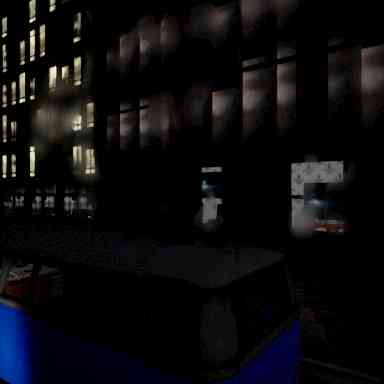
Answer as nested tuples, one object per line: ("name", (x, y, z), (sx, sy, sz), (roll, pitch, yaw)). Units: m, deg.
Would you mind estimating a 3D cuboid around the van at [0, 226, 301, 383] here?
("van", (-0.909, 1.341, 3.522), (3.998, 1.788, 1.690), (0, 0, 35))
